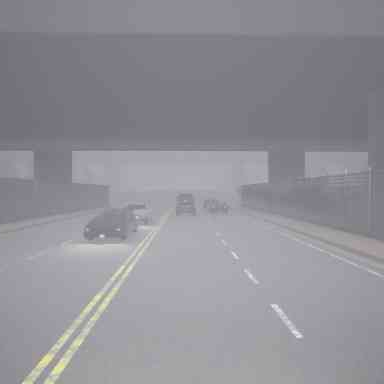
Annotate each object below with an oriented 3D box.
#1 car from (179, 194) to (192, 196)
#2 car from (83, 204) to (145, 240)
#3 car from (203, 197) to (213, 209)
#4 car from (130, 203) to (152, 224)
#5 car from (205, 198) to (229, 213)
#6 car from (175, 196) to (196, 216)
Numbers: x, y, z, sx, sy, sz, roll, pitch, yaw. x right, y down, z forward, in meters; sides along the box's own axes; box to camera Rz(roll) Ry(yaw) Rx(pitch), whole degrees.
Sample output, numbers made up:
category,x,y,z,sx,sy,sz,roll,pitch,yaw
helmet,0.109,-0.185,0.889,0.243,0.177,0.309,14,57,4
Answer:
category,x,y,z,sx,sy,sz,roll,pitch,yaw
car,-0.870,1.221,43.323,2.150,2.045,5.566,0,0,-1
car,-3.959,1.548,17.181,2.033,1.411,5.357,0,0,-1
car,2.561,1.478,46.455,1.882,1.535,5.008,0,0,-1
car,-4.033,1.526,24.590,1.812,1.442,4.674,0,0,-1
car,2.796,1.601,36.426,1.895,1.301,4.718,0,0,-1
car,-0.621,1.491,32.858,2.128,1.511,4.902,0,0,-1
